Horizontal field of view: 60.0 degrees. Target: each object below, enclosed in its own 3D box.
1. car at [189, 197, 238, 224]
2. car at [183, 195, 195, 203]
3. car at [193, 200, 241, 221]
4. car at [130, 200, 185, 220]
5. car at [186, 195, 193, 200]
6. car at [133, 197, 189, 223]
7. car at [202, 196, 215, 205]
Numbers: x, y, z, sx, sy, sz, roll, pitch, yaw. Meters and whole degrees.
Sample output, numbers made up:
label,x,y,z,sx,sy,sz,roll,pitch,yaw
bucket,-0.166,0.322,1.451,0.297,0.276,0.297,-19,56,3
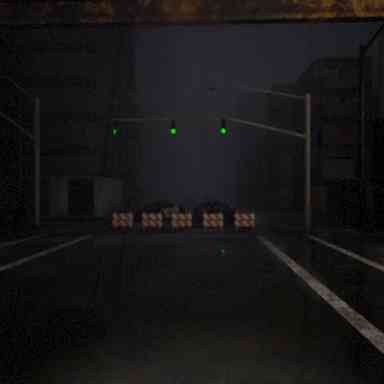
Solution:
label,x,y,z,sx,sy,sz,roll,pitch,yaw
car,1.698,1.411,24.089,2.038,1.542,4.974,0,0,-18
car,-0.498,1.194,59.395,1.853,1.218,4.536,0,0,2
car,1.682,1.254,24.138,1.853,1.218,4.536,0,0,-18
car,-2.420,1.253,24.631,1.853,1.218,4.536,0,0,27
car,-0.500,1.351,59.344,2.038,1.542,4.974,0,0,2
car,-2.444,1.411,24.585,2.038,1.542,4.974,0,0,27
car,2.542,1.208,50.726,1.853,1.218,4.536,0,0,2
